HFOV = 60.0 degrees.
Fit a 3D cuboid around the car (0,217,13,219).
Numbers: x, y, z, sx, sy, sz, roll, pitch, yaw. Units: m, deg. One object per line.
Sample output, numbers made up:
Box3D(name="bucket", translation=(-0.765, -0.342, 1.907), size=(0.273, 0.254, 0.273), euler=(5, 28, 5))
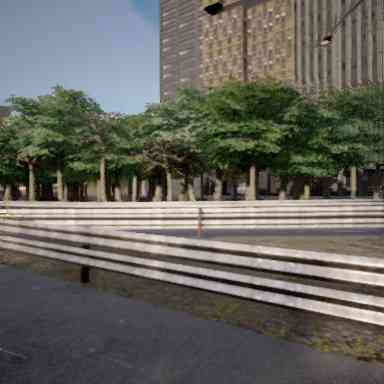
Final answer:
Box3D(name="car", translation=(-14.493, 1.357, 21.902), size=(5.366, 1.575, 1.801), euler=(0, 0, 16))
